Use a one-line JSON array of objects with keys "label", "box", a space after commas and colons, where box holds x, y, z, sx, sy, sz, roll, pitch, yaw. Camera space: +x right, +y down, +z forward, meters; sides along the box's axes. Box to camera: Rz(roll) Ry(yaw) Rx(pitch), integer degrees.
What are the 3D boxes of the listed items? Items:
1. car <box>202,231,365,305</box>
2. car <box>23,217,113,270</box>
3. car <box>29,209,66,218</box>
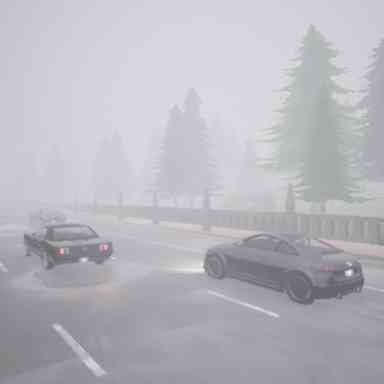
[{"label": "car", "box": [2.148, 1.723, 8.721, 1.994, 1.385, 4.181, 1, -1, -37]}, {"label": "car", "box": [-4.611, 1.779, 11.814, 1.895, 1.301, 4.718, 1, -1, -37]}, {"label": "car", "box": [-11.889, 1.997, 27.134, 1.895, 1.301, 4.718, 1, -1, -37]}]
